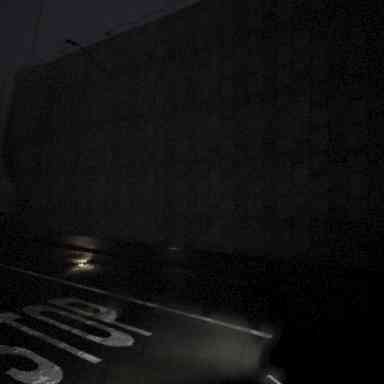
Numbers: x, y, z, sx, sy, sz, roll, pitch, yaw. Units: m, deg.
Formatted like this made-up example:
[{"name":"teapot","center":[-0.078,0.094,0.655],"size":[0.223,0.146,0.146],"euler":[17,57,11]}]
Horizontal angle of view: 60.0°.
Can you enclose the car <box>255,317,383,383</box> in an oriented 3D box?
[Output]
[{"name":"car","center":[2.684,1.526,2.075],"size":[4.674,1.442,1.812],"euler":[0,0,35]}]
